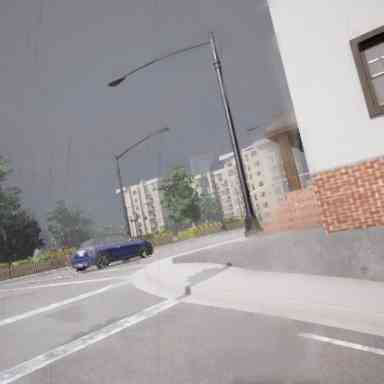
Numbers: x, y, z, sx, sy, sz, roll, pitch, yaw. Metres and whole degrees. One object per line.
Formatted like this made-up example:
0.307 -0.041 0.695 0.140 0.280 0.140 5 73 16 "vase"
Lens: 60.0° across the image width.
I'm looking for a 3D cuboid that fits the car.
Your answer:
-4.367 3.168 18.629 2.097 1.767 4.553 -16 -9 36 "car"
